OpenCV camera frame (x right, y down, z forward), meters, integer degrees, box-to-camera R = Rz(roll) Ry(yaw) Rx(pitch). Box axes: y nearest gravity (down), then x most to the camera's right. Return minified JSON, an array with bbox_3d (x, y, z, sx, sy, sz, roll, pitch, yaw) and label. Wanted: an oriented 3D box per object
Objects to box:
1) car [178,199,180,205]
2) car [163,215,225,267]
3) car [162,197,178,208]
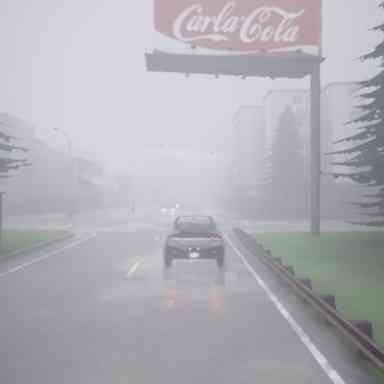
[{"bbox_3d":[-3.523,1.821,67.574,2.128,1.511,4.902,0,0,0],"label":"car"},{"bbox_3d":[0.073,1.547,11.598,2.128,1.511,4.902,0,0,0],"label":"car"},{"bbox_3d":[-3.586,1.846,51.889,1.895,1.301,4.718,0,0,0],"label":"car"}]
